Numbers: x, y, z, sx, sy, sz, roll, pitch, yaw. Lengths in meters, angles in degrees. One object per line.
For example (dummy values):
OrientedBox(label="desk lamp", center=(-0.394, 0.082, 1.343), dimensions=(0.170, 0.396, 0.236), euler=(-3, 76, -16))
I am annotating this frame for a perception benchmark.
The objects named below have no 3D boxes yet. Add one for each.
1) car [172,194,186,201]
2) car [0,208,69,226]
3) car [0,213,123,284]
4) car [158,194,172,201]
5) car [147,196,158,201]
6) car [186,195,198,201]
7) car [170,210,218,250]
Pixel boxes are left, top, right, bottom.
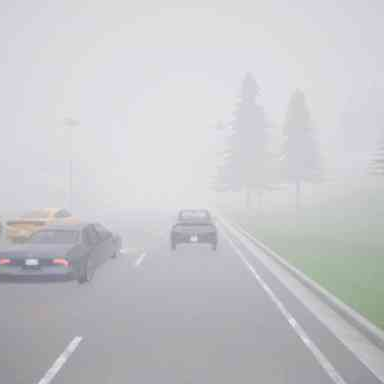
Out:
OrientedBox(label="car", center=(-3.467, 1.710, 87.223), dimensions=(1.994, 1.385, 4.181), euler=(0, 0, 2))
OrientedBox(label="car", center=(-6.907, 1.507, 16.130), dimensions=(1.882, 1.535, 5.008), euler=(0, 0, 0))
OrientedBox(label="car", center=(-3.436, 1.566, 9.682), dimensions=(2.033, 1.411, 5.357), euler=(0, 0, 0))
OrientedBox(label="car", center=(-6.958, 1.512, 87.796), dimensions=(2.097, 1.767, 4.553), euler=(0, 0, 2))
OrientedBox(label="car", center=(-10.462, 1.695, 87.500), dimensions=(2.033, 1.411, 5.357), euler=(0, 0, 2))
OrientedBox(label="car", center=(0.026, 1.656, 86.834), dimensions=(1.837, 1.490, 4.892), euler=(0, 0, 2))
OrientedBox(label="car", center=(0.088, 1.518, 14.558), dimensions=(2.128, 1.511, 4.902), euler=(0, 0, 0))
